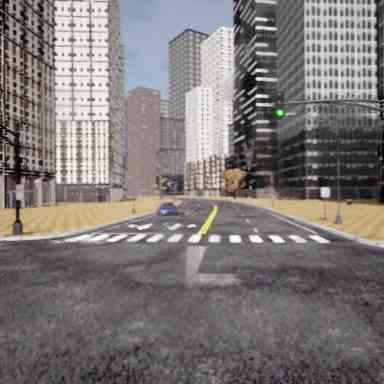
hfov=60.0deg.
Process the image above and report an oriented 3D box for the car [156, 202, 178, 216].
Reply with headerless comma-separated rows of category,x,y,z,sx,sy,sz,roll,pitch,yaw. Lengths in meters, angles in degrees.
car,-2.651,1.849,36.383,1.812,1.442,4.674,-1,0,6
